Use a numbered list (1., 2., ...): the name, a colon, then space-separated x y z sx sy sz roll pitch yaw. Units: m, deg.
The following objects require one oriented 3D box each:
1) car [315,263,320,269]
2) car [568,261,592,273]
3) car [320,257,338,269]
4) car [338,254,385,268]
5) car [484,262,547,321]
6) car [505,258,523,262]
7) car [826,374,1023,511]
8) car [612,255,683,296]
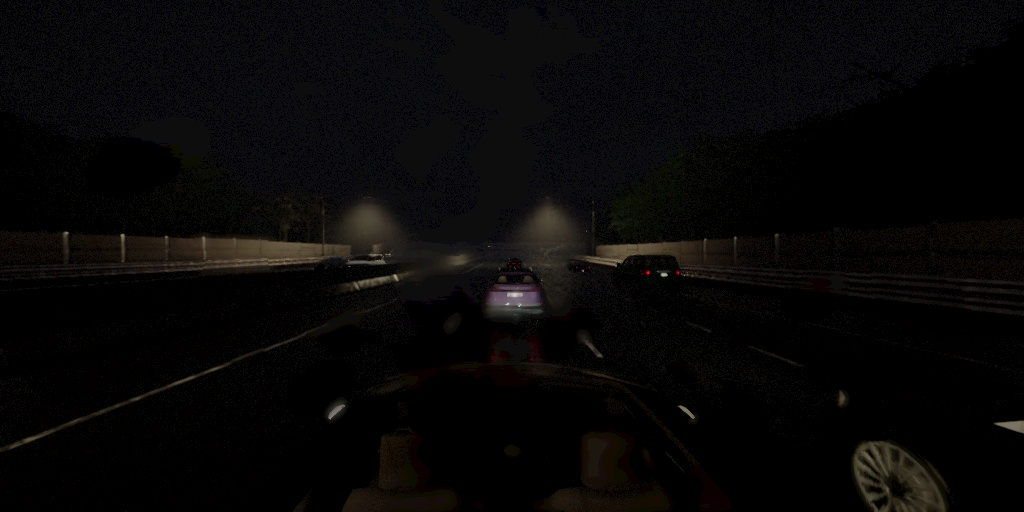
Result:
1. car: -20.922 0.976 41.867 1.882 1.535 5.008 0 1 1
2. car: 7.230 1.155 38.672 1.895 1.301 4.718 0 1 0
3. car: -17.474 1.104 37.079 1.812 1.442 4.674 0 1 0
4. car: -13.997 0.839 34.310 2.150 2.045 5.566 0 1 0
5. car: 0.110 1.179 12.530 2.033 1.649 4.856 0 0 0
6. car: 0.265 0.978 43.264 1.837 1.490 4.892 0 1 0
7. car: 3.601 1.242 1.047 2.128 1.511 4.902 0 0 0
8. car: 7.128 0.963 19.453 2.150 2.045 5.566 0 0 0
